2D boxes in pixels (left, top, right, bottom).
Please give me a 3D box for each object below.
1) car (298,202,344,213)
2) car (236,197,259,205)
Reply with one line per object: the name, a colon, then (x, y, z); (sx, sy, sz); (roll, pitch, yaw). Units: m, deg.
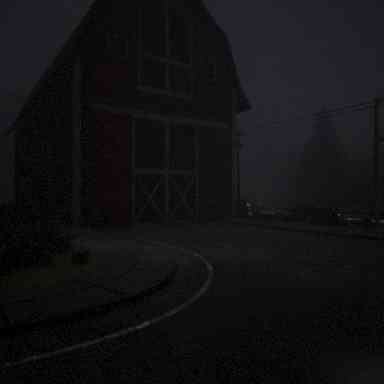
car: (11.328, 1.627, 30.246); (1.895, 1.301, 4.718); (0, 0, -34)
car: (5.764, 1.379, 38.355); (2.097, 1.767, 4.553); (0, 0, -34)
